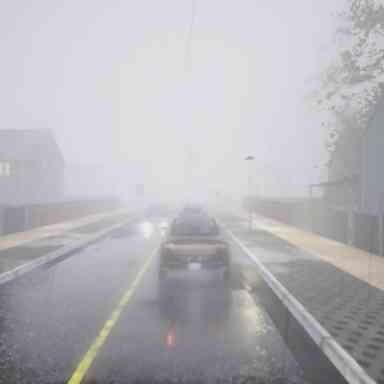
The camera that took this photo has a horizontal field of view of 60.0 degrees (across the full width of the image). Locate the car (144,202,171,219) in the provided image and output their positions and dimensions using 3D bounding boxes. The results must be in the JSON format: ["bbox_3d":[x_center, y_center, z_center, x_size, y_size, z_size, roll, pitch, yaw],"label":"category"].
[{"bbox_3d":[-2.853,1.554,28.183,1.895,1.301,4.718,0,0,0],"label":"car"}]

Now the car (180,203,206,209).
[{"bbox_3d":[0.058,1.520,24.636,1.994,1.385,4.181,0,0,0],"label":"car"}]

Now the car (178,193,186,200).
[{"bbox_3d":[-2.820,1.301,93.948,2.150,2.045,5.566,0,0,0],"label":"car"}]

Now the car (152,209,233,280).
[{"bbox_3d":[0.071,1.455,9.820,2.128,1.511,4.902,0,0,0],"label":"car"}]
